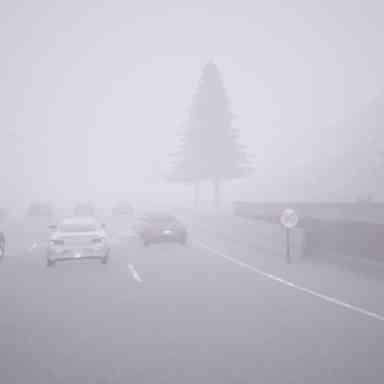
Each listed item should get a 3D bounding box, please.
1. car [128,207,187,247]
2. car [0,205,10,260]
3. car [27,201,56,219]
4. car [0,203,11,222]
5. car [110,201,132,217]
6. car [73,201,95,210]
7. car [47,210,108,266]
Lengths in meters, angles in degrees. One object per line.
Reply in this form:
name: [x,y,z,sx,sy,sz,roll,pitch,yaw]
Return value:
car: [-1.658,1.653,15.877,1.994,1.385,4.181,0,0,-18]
car: [-7.000,1.436,9.745,2.097,1.767,4.553,0,0,-19]
car: [-13.218,1.523,29.356,2.128,1.511,4.902,0,0,-17]
car: [-15.982,1.645,26.451,1.895,1.301,4.718,0,0,-17]
car: [-6.825,1.590,32.373,1.994,1.385,4.181,0,0,-17]
car: [-10.231,1.549,31.539,1.812,1.442,4.674,0,0,-17]
car: [-4.069,1.611,11.907,1.812,1.442,4.674,0,0,-19]
